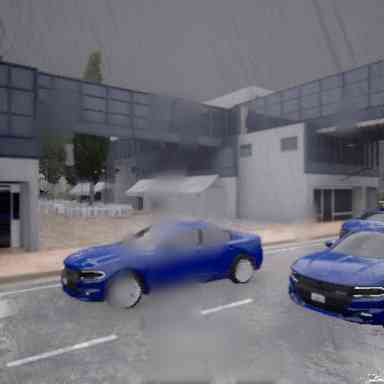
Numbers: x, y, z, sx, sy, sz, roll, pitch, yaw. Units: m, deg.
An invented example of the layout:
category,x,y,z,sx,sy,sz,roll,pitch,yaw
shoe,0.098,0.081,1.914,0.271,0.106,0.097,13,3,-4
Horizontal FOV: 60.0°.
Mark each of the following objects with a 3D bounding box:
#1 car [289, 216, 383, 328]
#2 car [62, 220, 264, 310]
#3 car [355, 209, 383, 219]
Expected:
category,x,y,z,sx,sy,sz,roll,pitch,yaw
car,4.103,1.468,6.928,5.008,1.535,1.882,0,0,-36
car,-0.453,1.474,7.973,5.008,1.535,1.882,0,0,-36
car,8.319,1.458,14.239,5.008,1.535,1.882,0,0,-35
